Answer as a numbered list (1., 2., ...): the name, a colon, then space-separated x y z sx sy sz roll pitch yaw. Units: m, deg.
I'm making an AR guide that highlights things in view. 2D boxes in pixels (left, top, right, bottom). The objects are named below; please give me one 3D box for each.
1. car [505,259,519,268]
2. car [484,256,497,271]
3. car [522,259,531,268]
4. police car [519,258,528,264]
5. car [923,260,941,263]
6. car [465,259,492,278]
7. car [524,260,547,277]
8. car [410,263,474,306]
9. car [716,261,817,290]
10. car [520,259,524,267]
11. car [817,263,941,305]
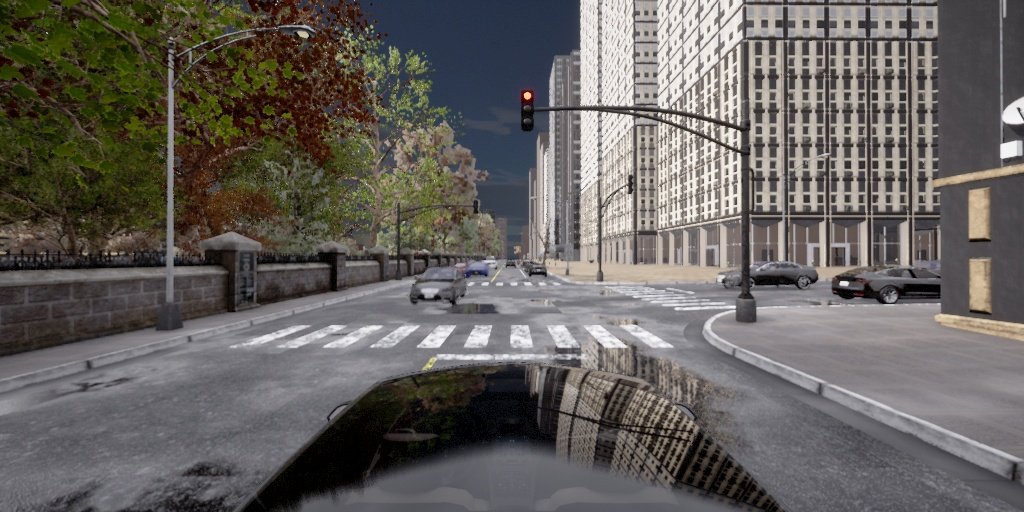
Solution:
1. car: -0.217 1.391 65.113 1.837 1.490 4.892 0 0 0
2. car: -3.353 1.078 53.628 2.150 2.045 5.566 0 0 0
3. car: 2.490 1.393 41.712 1.948 1.339 4.313 0 0 0
4. police car: 2.819 1.309 64.505 1.930 1.638 5.238 0 0 0
5. car: 23.473 0.907 19.448 5.357 1.411 2.033 -1 0 -1
6. car: -3.267 1.290 35.199 1.882 1.535 5.008 0 0 0
7. car: 2.518 1.380 36.080 1.948 1.339 4.313 0 0 0
8. car: -3.169 1.266 16.144 2.128 1.511 4.902 0 0 0
9. car: 13.654 1.018 19.354 4.902 1.511 2.128 -1 0 0
10. car: 2.462 1.406 47.345 1.948 1.339 4.313 0 0 0
11. car: 14.629 1.043 13.559 4.313 1.339 1.948 0 0 -1
